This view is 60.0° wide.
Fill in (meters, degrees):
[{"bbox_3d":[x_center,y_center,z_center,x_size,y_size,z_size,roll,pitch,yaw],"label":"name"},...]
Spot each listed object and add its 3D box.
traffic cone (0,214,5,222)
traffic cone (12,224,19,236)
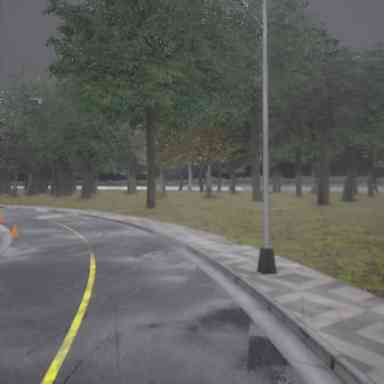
[{"bbox_3d":[-13.431,1.804,23.521,0.340,0.580,0.340,-1,2,-42],"label":"traffic cone"},{"bbox_3d":[-8.977,1.929,16.883,0.340,0.580,0.340,-1,1,-11],"label":"traffic cone"}]
